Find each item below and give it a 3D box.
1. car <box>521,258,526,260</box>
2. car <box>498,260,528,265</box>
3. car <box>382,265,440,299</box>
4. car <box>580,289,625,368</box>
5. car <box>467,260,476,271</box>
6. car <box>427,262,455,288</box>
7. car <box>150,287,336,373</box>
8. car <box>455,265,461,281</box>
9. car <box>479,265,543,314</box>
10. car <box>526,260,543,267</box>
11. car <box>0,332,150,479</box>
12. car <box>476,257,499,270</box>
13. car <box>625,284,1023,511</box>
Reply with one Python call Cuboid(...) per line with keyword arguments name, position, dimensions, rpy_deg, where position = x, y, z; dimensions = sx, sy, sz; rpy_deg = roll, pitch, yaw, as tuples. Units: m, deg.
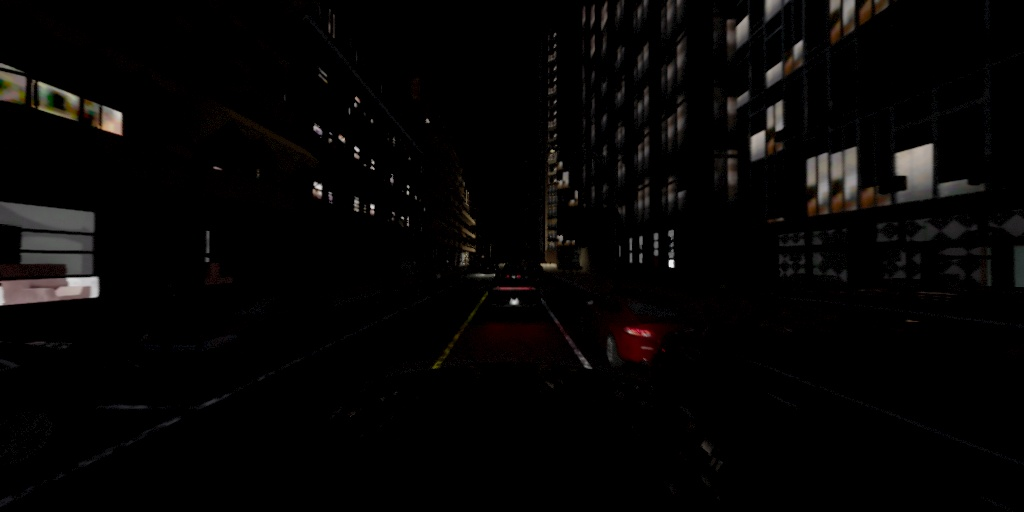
Cuboid(name="car", position=(2.745, 1.415, 59.678), dimensions=(1.801, 1.575, 5.366), rpy_deg=(0, 0, 0))
Cuboid(name="car", position=(0.085, 1.338, 29.166), dimensions=(1.837, 1.490, 4.892), rpy_deg=(0, 0, 0))
Cuboid(name="car", position=(-5.316, 1.344, 18.651), dimensions=(1.888, 1.381, 4.507), rpy_deg=(0, 0, 0))
Cuboid(name="car", position=(2.565, 1.348, 7.589), dimensions=(1.802, 1.307, 4.207), rpy_deg=(0, 0, 0))
Cuboid(name="car", position=(-5.319, 1.364, 51.865), dimensions=(1.967, 1.591, 4.097), rpy_deg=(0, 0, 0))
Cuboid(name="car", position=(-5.317, 1.256, 24.187), dimensions=(1.967, 1.591, 4.097), rpy_deg=(0, 0, 0))
Cuboid(name="car", position=(-5.315, 1.348, 7.579), dimensions=(1.802, 1.307, 4.207), rpy_deg=(0, 0, 0))
Cuboid(name="car", position=(-5.317, 1.381, 29.723), dimensions=(1.888, 1.381, 4.507), rpy_deg=(0, 0, 0))
Cuboid(name="car", position=(0.085, 1.275, 13.888), dimensions=(2.128, 1.511, 4.902), rpy_deg=(0, 0, 0))
Cuboid(name="car", position=(2.563, 1.443, 40.802), dimensions=(1.948, 1.339, 4.313), rpy_deg=(0, 0, 0))
Cuboid(name="car", position=(-5.315, 1.302, 2.043), dimensions=(2.007, 1.370, 4.403), rpy_deg=(0, 0, 0))
Cuboid(name="car", position=(-2.840, 1.119, 45.245), dimensions=(2.150, 2.045, 5.566), rpy_deg=(0, 0, 0))
Cuboid(name="car", position=(2.565, 1.065, 2.053), dimensions=(2.192, 1.841, 5.009), rpy_deg=(0, 0, 0))
